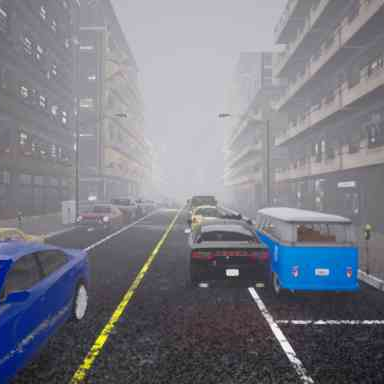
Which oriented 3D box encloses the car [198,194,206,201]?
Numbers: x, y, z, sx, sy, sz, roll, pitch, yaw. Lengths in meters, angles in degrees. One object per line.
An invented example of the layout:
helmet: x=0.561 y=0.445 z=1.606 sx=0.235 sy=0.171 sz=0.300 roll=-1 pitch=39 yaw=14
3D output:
car: x=2.509 y=1.442 z=86.101 sx=1.967 sy=1.590 sz=4.097 roll=1 pitch=0 yaw=0

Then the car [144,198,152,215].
car: x=-5.326 y=1.319 z=30.584 sx=2.192 sy=1.841 sz=5.009 roll=1 pitch=0 yaw=0

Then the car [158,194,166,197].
car: x=-5.346 y=1.530 z=52.610 sx=1.752 sy=1.417 sz=4.829 roll=1 pitch=0 yaw=0

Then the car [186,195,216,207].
car: x=0.806 y=1.228 z=25.245 sx=2.150 sy=2.045 sz=5.566 roll=0 pitch=0 yaw=0

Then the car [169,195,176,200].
car: x=-5.377 y=1.583 z=91.623 sx=1.802 sy=1.307 sz=4.206 roll=1 pitch=0 yaw=0

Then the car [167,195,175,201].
car: x=-5.373 y=1.584 z=86.074 sx=1.802 sy=1.307 sz=4.206 roll=1 pitch=0 yaw=0

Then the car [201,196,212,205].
car: x=2.530 y=1.530 z=58.526 sx=1.752 sy=1.417 sz=4.829 roll=1 pitch=0 yaw=0

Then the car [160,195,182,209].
car: x=-2.884 y=1.496 z=46.532 sx=2.128 sy=1.511 sz=4.902 roll=0 pitch=0 yaw=0

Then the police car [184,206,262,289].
police car: x=0.819 y=1.427 z=9.323 sx=1.930 sy=1.638 sz=5.238 roll=0 pitch=0 yaw=0

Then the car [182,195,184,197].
car: x=-2.818 y=1.527 z=88.498 sx=1.812 sy=1.442 sz=4.674 roll=0 pitch=0 yaw=0

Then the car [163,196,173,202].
car: x=-5.364 y=1.554 z=74.976 sx=2.008 sy=1.369 sz=4.403 roll=1 pitch=0 yaw=0

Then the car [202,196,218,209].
car: x=2.539 y=1.445 z=47.258 sx=1.967 sy=1.590 sz=4.097 roll=1 pitch=0 yaw=0

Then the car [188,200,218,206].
car: x=0.811 y=1.458 z=19.404 sx=1.801 sy=1.575 sz=5.366 roll=0 pitch=0 yaw=0

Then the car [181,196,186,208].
car: x=-0.021 y=1.552 z=45.789 sx=2.033 sy=1.411 sz=5.357 roll=0 pitch=0 yaw=0

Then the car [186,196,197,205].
car: x=-0.045 y=1.482 z=59.319 sx=1.882 sy=1.535 sz=5.008 roll=0 pitch=0 yaw=0

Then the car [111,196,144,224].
car: x=-5.322 y=1.318 z=25.035 sx=2.192 sy=1.841 sz=5.009 roll=1 pitch=0 yaw=0

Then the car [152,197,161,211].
car: x=-5.338 y=1.586 z=41.682 sx=1.802 sy=1.307 sz=4.206 roll=1 pitch=0 yaw=0

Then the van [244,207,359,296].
van: x=2.571 y=1.342 z=8.414 sx=1.690 sy=1.788 sz=3.998 roll=1 pitch=0 yaw=0

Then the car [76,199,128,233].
car: x=-5.319 y=1.443 z=19.486 sx=1.967 sy=1.590 sz=4.097 roll=1 pitch=0 yaw=0

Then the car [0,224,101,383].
car: x=-2.852 y=1.478 z=4.330 sx=1.882 sy=1.535 sz=5.008 roll=0 pitch=0 yaw=0

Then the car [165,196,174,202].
car: x=-5.368 y=1.568 z=80.525 sx=1.947 sy=1.339 sz=4.313 roll=1 pitch=0 yaw=0
